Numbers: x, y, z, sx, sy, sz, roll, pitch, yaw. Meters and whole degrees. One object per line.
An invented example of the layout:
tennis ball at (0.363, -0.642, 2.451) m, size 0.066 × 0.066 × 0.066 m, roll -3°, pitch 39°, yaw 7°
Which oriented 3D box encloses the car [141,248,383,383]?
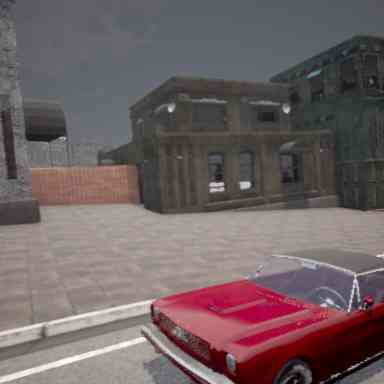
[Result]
car at (1.738, 1.577, 4.719) m, size 4.718 × 1.301 × 1.895 m, roll 0°, pitch 0°, yaw -33°
